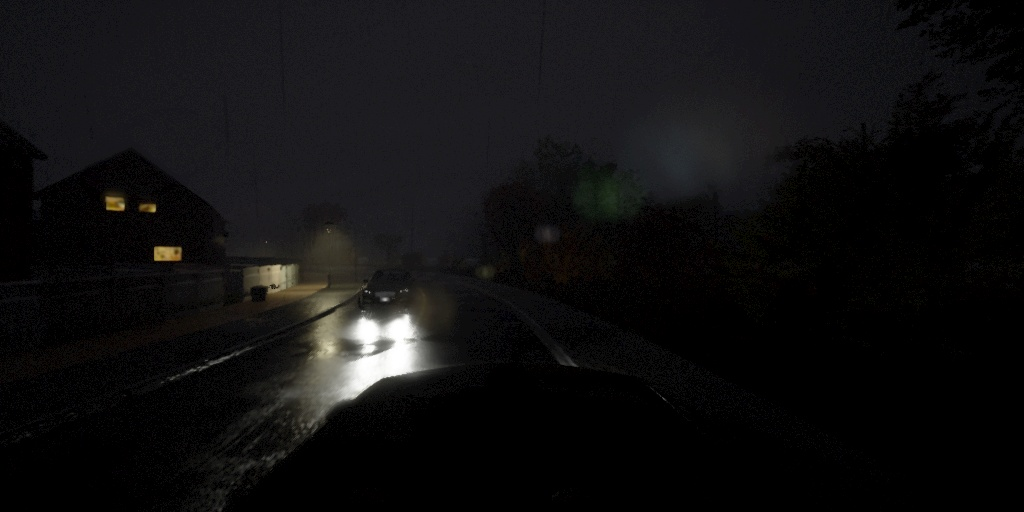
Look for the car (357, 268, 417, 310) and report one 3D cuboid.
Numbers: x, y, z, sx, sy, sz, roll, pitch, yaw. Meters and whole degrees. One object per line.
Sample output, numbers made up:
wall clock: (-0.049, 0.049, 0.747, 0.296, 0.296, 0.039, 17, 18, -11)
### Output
car: (-5.121, 1.297, 15.267, 2.128, 1.511, 4.902, 0, 0, -13)
